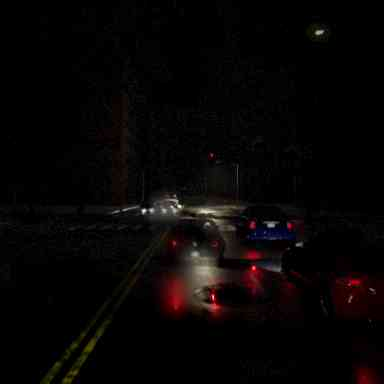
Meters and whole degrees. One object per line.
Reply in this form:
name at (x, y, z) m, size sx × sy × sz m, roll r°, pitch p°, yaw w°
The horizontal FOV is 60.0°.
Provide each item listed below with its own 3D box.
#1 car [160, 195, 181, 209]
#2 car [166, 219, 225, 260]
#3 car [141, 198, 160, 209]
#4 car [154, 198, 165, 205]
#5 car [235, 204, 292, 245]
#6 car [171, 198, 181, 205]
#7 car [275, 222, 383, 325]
car at (-3.316, 1.499, 51.377) m, size 2.150 × 2.045 × 5.566 m, roll 0°, pitch 0°, yaw 0°
car at (0.104, 1.667, 12.617) m, size 1.895 × 1.301 × 4.718 m, roll 0°, pitch 0°, yaw 0°
car at (-6.567, 1.840, 50.950) m, size 1.994 × 1.385 × 4.181 m, roll 0°, pitch 0°, yaw 0°
car at (-6.488, 1.896, 67.410) m, size 1.812 × 1.442 × 4.674 m, roll 0°, pitch 0°, yaw 0°
car at (3.353, 1.437, 16.185) m, size 2.097 × 1.767 × 4.553 m, roll 0°, pitch 0°, yaw 0°
car at (-3.238, 1.970, 67.764) m, size 1.895 × 1.301 × 4.718 m, roll 0°, pitch 0°, yaw 0°
car at (3.338, 1.602, 7.284) m, size 1.994 × 1.385 × 4.181 m, roll 0°, pitch 0°, yaw 2°
